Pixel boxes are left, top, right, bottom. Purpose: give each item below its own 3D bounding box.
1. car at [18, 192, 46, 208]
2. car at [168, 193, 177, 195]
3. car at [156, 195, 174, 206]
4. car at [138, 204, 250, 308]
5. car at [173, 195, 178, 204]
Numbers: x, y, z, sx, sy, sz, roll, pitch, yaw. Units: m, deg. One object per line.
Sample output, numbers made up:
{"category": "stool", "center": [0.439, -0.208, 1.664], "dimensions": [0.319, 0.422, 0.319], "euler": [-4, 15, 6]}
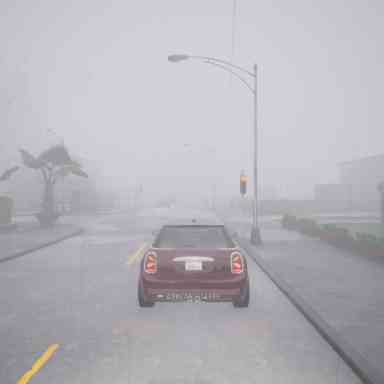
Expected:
{"category": "car", "center": [-19.725, 0.985, 41.981], "dimensions": [1.905, 1.878, 3.866], "euler": [0, 0, 35]}
{"category": "car", "center": [-3.948, 1.221, 68.213], "dimensions": [2.150, 2.045, 5.566], "euler": [0, 0, 0]}
{"category": "car", "center": [-4.056, 1.564, 47.917], "dimensions": [1.994, 1.385, 4.181], "euler": [0, 0, 0]}
{"category": "car", "center": [0.051, 1.352, 8.105], "dimensions": [2.097, 1.767, 4.553], "euler": [0, 0, 1]}
{"category": "car", "center": [-4.027, 1.601, 57.819], "dimensions": [1.895, 1.301, 4.718], "euler": [0, 0, 0]}
